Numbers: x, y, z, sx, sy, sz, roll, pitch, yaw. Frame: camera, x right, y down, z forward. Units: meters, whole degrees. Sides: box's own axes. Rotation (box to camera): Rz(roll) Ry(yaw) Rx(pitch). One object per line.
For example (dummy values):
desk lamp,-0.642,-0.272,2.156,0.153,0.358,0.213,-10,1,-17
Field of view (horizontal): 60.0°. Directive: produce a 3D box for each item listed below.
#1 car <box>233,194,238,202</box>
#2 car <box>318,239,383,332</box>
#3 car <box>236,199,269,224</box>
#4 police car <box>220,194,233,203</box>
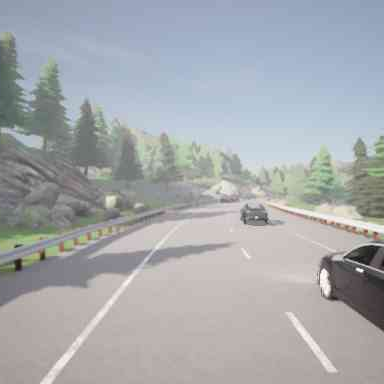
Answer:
car,9.856,1.782,84.805,1.882,1.535,5.008,0,0,15
car,3.698,1.530,5.553,1.837,1.490,4.892,0,0,1
car,4.673,1.586,25.544,2.128,1.511,4.902,0,0,4
police car,7.519,1.693,75.216,1.930,1.638,5.238,0,0,13
